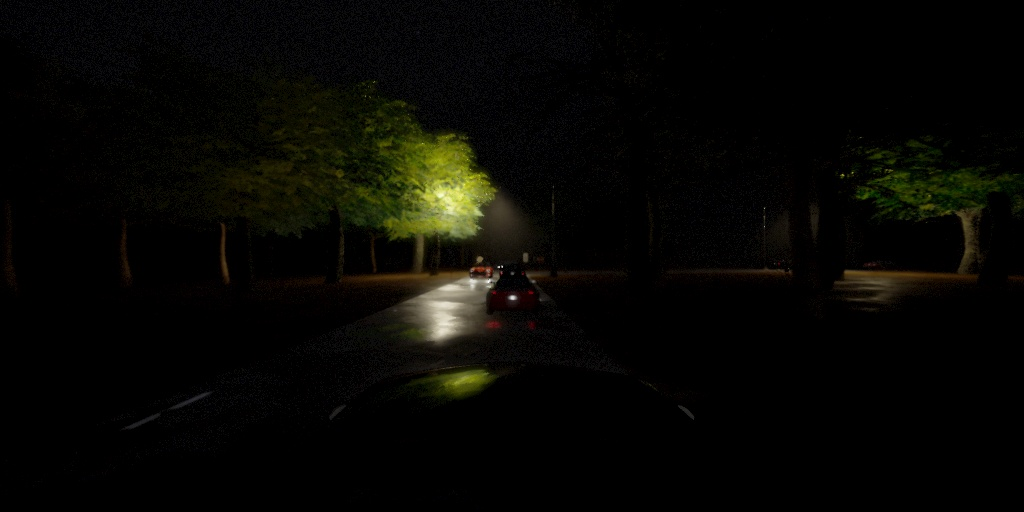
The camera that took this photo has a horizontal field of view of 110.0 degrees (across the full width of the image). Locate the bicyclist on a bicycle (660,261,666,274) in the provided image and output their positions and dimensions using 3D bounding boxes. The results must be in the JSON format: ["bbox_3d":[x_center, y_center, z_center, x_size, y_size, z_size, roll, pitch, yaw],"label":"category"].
[{"bbox_3d":[18.535,1.427,44.348,0.582,1.620,1.656,-1,-1,0],"label":"bicyclist on a bicycle"}]

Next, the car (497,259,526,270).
[{"bbox_3d":[0.037,1.356,28.900,2.097,1.767,4.553,0,0,0],"label":"car"}]

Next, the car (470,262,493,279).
[{"bbox_3d":[-3.049,1.416,36.604,2.097,1.767,4.553,0,0,1],"label":"car"}]

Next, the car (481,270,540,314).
[{"bbox_3d":[0.045,1.439,14.448,1.994,1.385,4.181,0,0,0],"label":"car"}]

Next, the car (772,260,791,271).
[{"bbox_3d":[37.894,1.258,48.551,4.902,1.511,2.128,0,1,-6],"label":"car"}]
